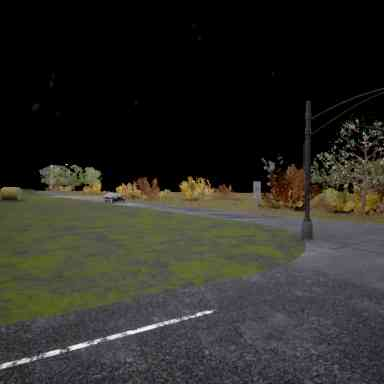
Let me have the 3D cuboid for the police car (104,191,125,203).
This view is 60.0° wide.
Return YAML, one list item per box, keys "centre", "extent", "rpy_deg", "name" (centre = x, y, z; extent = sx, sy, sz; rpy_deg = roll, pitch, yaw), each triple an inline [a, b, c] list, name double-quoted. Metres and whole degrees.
- centre: [-11.603, 0.744, 49.757]
  extent: [1.930, 1.638, 5.238]
  rpy_deg: [1, 0, -32]
  name: "police car"
